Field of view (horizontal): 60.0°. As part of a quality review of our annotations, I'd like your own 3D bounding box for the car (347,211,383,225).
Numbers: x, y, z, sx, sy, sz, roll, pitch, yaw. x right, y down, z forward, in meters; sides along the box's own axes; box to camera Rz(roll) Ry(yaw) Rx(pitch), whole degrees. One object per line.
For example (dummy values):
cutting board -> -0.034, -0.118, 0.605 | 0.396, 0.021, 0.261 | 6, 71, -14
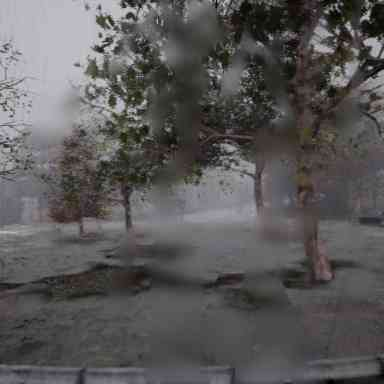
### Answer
car -> 15.965, 2.253, 28.713 | 1.895, 1.301, 4.718 | 0, -2, -28
